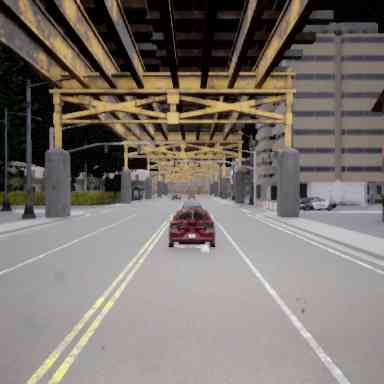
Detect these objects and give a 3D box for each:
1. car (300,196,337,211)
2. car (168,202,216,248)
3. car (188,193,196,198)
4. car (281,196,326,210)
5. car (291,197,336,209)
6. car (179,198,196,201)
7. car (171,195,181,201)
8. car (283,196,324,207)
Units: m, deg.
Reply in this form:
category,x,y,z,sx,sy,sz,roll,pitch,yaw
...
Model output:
category,x,y,z,sx,sy,sz,roll,pitch,yaw
car,13.262,1.323,36.455,4.974,1.542,2.038,0,0,-20
car,0.000,1.450,14.687,1.882,1.535,5.008,0,0,0
car,0.000,1.042,78.462,2.033,1.411,5.357,0,0,0
car,13.589,1.305,40.614,4.974,1.542,2.038,0,0,25
car,13.311,1.165,36.472,4.536,1.218,1.853,0,0,-20
car,0.000,1.516,29.717,1.895,1.301,4.718,0,0,0
car,-3.500,1.252,74.521,1.994,1.385,4.181,0,0,0
car,13.636,1.147,40.592,4.536,1.218,1.853,0,0,25
